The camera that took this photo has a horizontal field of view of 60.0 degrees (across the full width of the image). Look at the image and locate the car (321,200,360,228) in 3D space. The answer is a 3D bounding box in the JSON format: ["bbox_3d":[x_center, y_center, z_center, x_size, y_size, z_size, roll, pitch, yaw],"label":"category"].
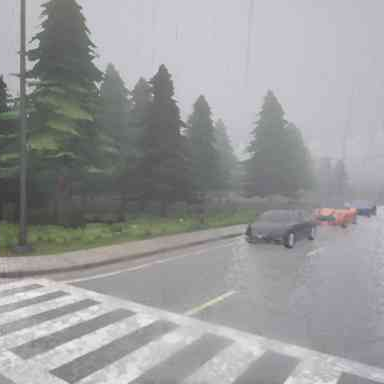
[{"bbox_3d":[9.488,1.348,22.238,2.097,1.767,4.553,0,0,37],"label":"car"}]

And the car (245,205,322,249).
[{"bbox_3d":[4.093,1.509,14.941,1.837,1.490,4.892,0,0,36],"label":"car"}]

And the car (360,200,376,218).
[{"bbox_3d":[15.438,1.465,30.268,1.882,1.535,5.008,0,0,37],"label":"car"}]
